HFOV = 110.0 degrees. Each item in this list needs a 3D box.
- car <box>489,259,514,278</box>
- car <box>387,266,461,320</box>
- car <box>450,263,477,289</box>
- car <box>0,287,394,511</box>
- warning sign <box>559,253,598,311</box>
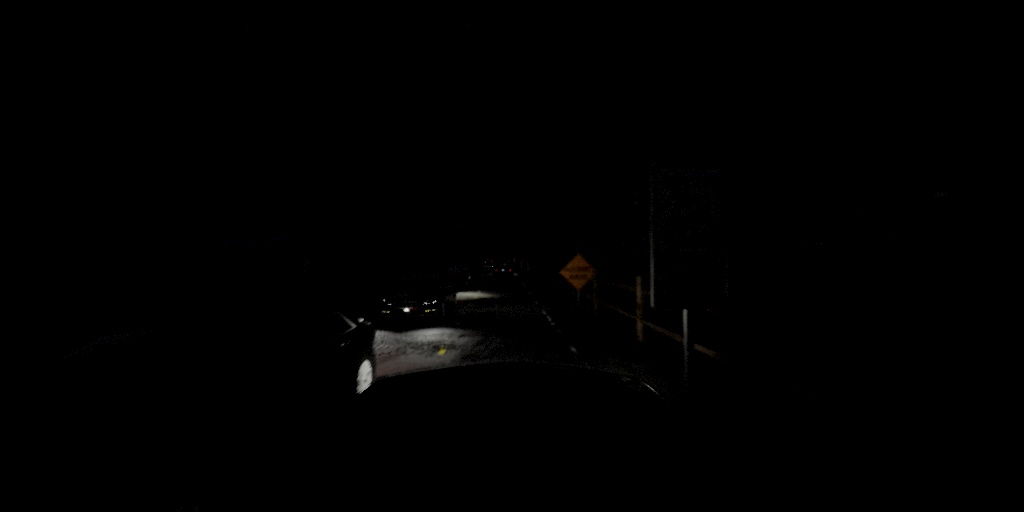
[{"bbox_3d":[-0.828,1.285,33.926,2.033,1.411,5.357,-1,0,-1],"label":"car"},{"bbox_3d":[-3.118,1.297,12.780,1.837,1.490,4.892,-1,0,-2],"label":"car"},{"bbox_3d":[-3.428,1.268,23.747,1.882,1.535,5.008,-1,0,-1],"label":"car"},{"bbox_3d":[-2.847,1.304,3.419,1.837,1.490,4.892,-1,0,-2],"label":"car"},{"bbox_3d":[2.217,0.815,11.943,1.300,1.860,1.060,0,0,-2],"label":"warning sign"}]
